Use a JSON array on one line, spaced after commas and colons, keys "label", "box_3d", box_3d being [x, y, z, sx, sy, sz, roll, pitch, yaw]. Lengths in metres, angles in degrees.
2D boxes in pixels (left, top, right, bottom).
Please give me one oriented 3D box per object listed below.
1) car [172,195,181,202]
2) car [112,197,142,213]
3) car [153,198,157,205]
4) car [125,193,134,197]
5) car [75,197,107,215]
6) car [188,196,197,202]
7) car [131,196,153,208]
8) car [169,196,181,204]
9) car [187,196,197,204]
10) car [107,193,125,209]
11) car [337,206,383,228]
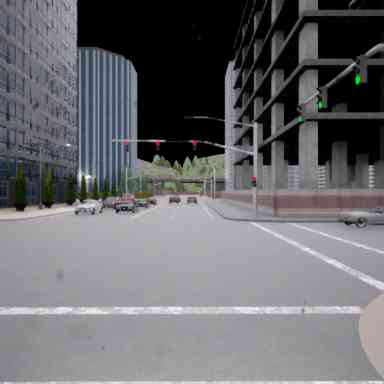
[{"label": "car", "box_3d": [-3.473, 1.508, 73.644, 1.812, 1.442, 4.674, 0, 0, 0]}, {"label": "car", "box_3d": [-7.086, 1.564, 36.760, 1.994, 1.385, 4.181, 0, 0, 0]}, {"label": "car", "box_3d": [-7.062, 1.601, 56.709, 1.895, 1.301, 4.718, 0, 0, 0]}, {"label": "car", "box_3d": [-10.576, 1.221, 53.792, 2.150, 2.045, 5.566, 0, 0, 0]}, {"label": "car", "box_3d": [-10.586, 1.526, 34.443, 1.812, 1.442, 4.674, 0, 0, 0]}, {"label": "car", "box_3d": [0.027, 1.579, 73.673, 1.895, 1.301, 4.718, 0, 0, 0]}, {"label": "car", "box_3d": [-7.082, 1.564, 46.669, 1.994, 1.385, 4.181, 0, 0, 0]}, {"label": "car", "box_3d": [-3.476, 1.505, 64.570, 1.837, 1.490, 4.892, 0, 0, 0]}, {"label": "car", "box_3d": [0.024, 1.492, 64.567, 2.128, 1.511, 4.902, 0, 0, 0]}, {"label": "car", "box_3d": [-10.583, 1.352, 43.376, 2.097, 1.767, 4.553, 0, 0, 0]}, {"label": "car", "box_3d": [11.888, 1.545, 21.239, 4.718, 1.301, 1.895, 0, 0, 0]}]
